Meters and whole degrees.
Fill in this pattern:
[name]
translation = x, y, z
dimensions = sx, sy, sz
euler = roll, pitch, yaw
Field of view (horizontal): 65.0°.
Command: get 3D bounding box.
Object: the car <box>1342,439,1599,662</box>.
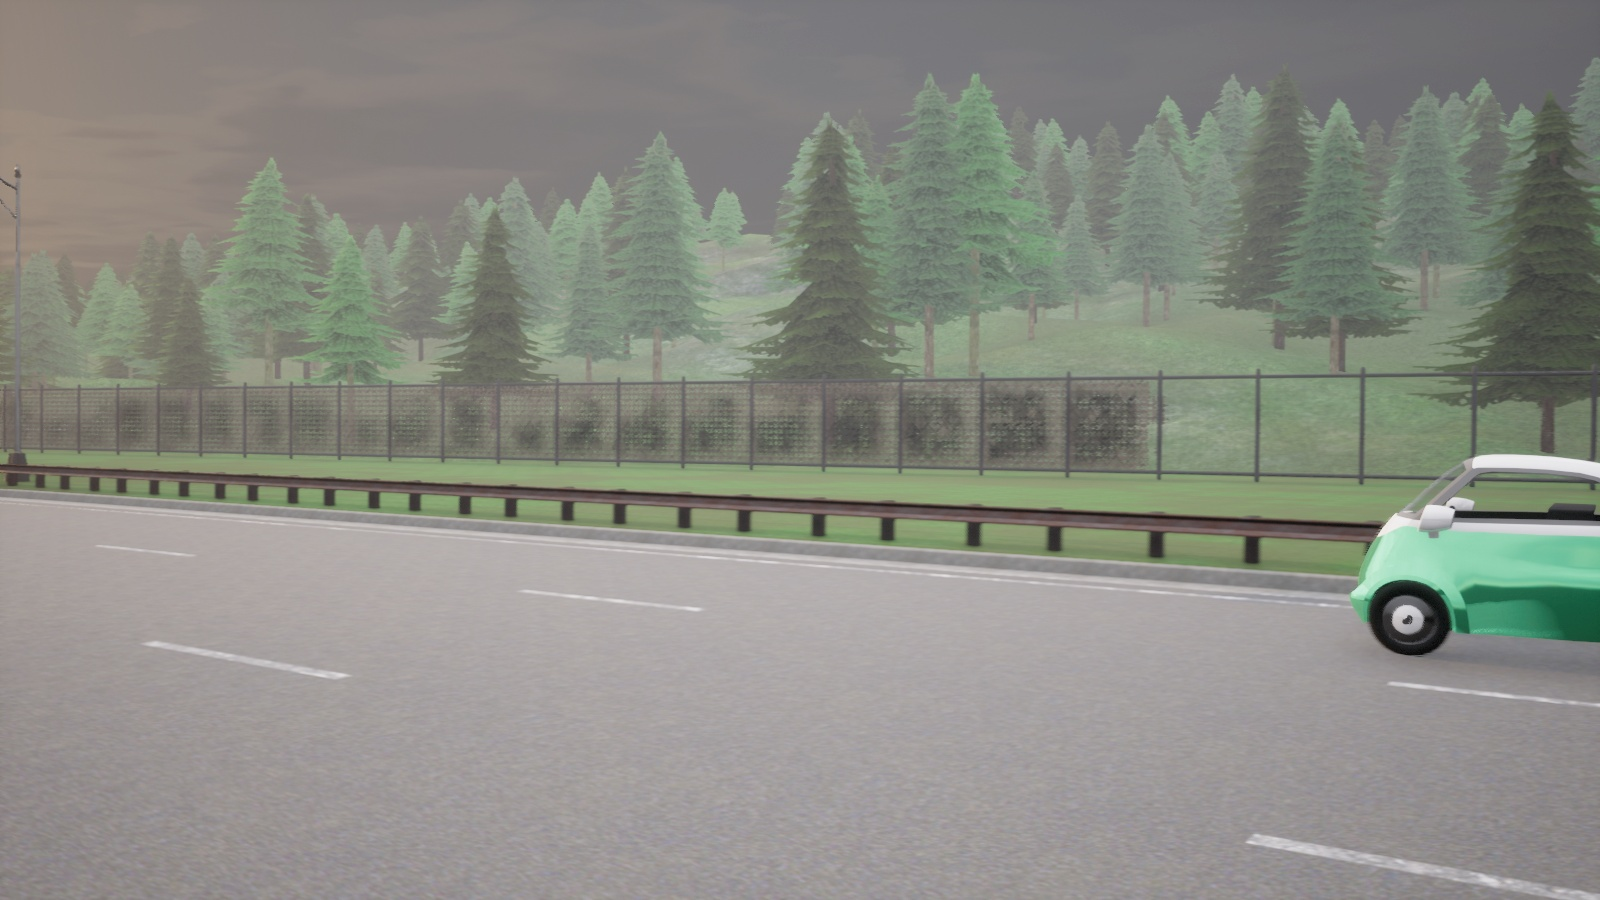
[car]
translation = 5.063, 0.621, 8.656
dimensions = 2.207, 1.376, 1.481
euler = 0, 1, 33
